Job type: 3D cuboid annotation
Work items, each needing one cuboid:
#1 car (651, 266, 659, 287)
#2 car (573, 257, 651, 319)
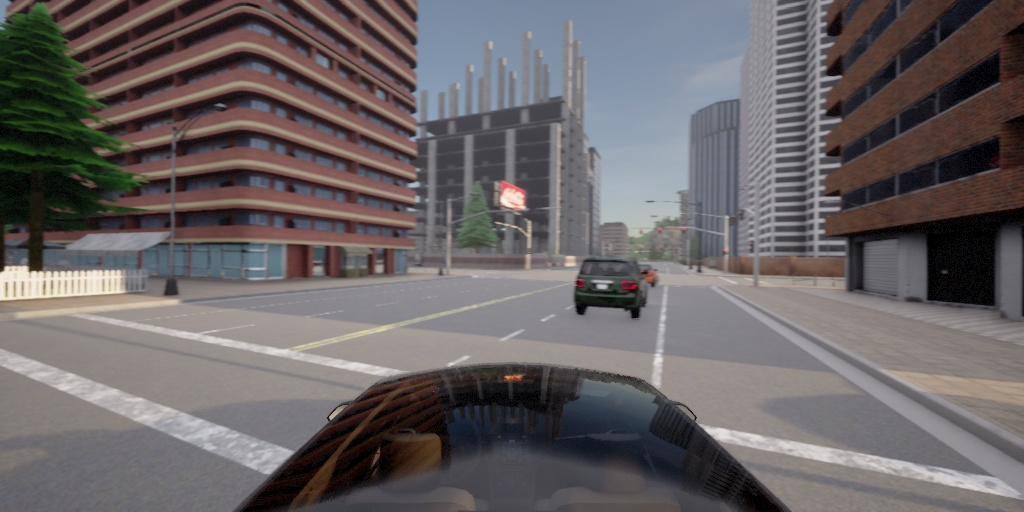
[{"bbox_3d":[9.992,1.357,27.571,2.097,1.767,4.553,1,0,25],"label":"car"},{"bbox_3d":[3.931,1.080,13.800,2.150,2.045,5.566,1,0,24],"label":"car"}]
